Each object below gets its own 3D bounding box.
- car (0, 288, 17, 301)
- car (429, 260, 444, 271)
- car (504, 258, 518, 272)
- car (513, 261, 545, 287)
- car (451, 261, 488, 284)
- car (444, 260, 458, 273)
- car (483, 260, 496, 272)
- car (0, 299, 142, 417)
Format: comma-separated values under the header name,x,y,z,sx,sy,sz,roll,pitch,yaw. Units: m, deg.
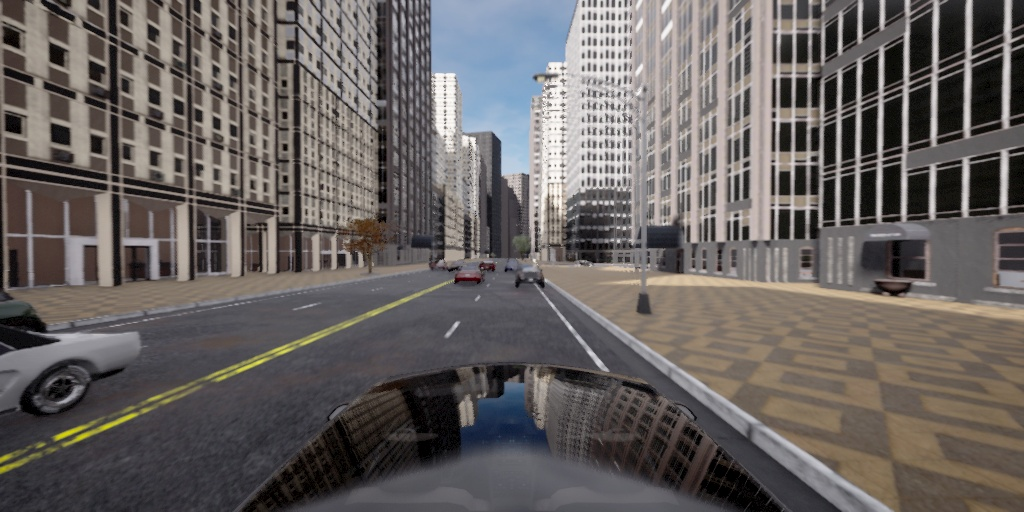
name,x,y,z,sx,sy,sz,roll,pitch,yaw
car,-9.848,1.103,4.754,2.097,1.767,4.553,0,0,0
car,-9.787,1.278,48.640,1.812,1.442,4.674,0,0,1
car,0.040,1.316,46.311,1.994,1.385,4.181,0,0,0
car,1.143,1.277,24.053,1.812,1.442,4.674,0,0,0
car,-3.144,1.315,27.288,1.994,1.385,4.181,0,0,0
car,-6.562,1.299,44.006,2.033,1.411,5.357,0,0,0
car,-3.139,1.229,46.984,1.882,1.535,5.008,0,0,0
car,-6.600,1.351,3.203,1.895,1.301,4.718,0,0,0
